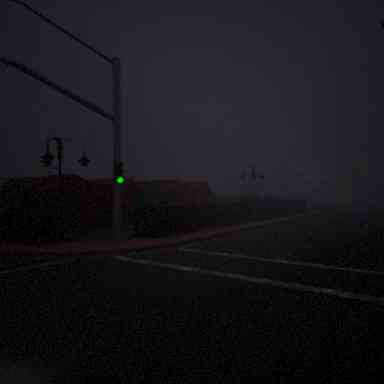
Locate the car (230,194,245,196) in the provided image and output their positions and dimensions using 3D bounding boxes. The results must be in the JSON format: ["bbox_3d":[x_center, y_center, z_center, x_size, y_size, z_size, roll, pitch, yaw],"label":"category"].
[{"bbox_3d":[7.466,1.279,58.589,4.605,1.855,1.932,0,0,35],"label":"car"}]
